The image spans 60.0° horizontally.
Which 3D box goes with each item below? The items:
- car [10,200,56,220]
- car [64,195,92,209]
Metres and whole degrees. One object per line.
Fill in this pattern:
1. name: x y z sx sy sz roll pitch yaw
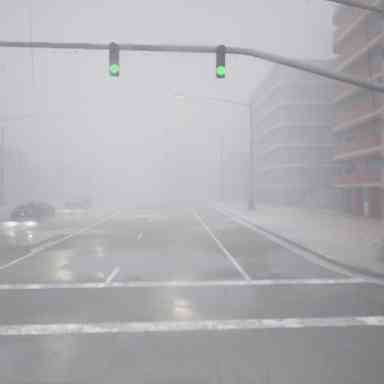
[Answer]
1. car: -11.828 1.317 24.950 1.994 1.385 4.181 0 1 -3
2. car: -12.461 1.080 36.873 2.033 1.411 5.357 0 1 -4
